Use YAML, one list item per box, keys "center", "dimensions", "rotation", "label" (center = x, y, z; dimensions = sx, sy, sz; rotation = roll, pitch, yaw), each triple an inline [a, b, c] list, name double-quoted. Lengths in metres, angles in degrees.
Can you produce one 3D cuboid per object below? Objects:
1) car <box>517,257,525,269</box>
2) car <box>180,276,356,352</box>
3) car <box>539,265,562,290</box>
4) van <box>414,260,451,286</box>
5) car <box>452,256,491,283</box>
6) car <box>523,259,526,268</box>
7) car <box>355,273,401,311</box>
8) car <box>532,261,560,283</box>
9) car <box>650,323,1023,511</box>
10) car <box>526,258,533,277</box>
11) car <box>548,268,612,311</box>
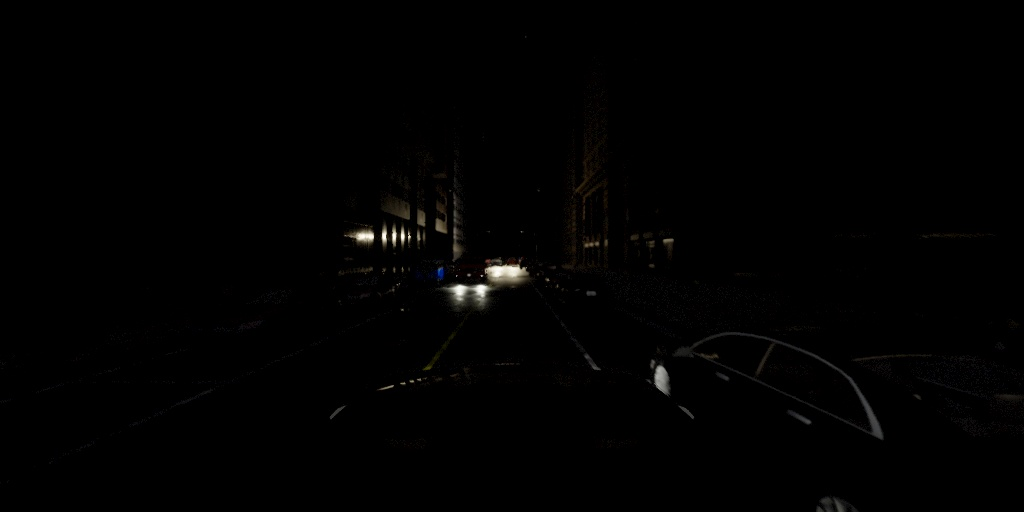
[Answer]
- center: [2.379, 1.243, 59.653]
  dimensions: [2.097, 1.767, 4.553]
  rotation: [0, 0, 0]
  label: "car"
- center: [-5.764, 1.348, 8.912]
  dimensions: [1.802, 1.307, 4.207]
  rotation: [0, 0, 0]
  label: "car"
- center: [2.759, 1.374, 20.133]
  dimensions: [1.802, 1.307, 4.207]
  rotation: [0, 0, 0]
  label: "car"
- center: [-5.766, 1.146, 25.718]
  dimensions: [1.690, 1.789, 3.998]
  rotation: [0, 0, 0]
  label: "van"
- center: [-3.103, 1.035, 28.634]
  dimensions: [2.150, 2.045, 5.566]
  rotation: [0, 0, 0]
  label: "car"
- center: [2.756, 1.386, 48.311]
  dimensions: [1.751, 1.417, 4.829]
  rotation: [0, 0, 0]
  label: "car"
- center: [-5.765, 1.361, 14.513]
  dimensions: [1.802, 1.307, 4.207]
  rotation: [0, 0, 0]
  label: "car"
- center: [2.759, 1.245, 25.734]
  dimensions: [1.967, 1.591, 4.097]
  rotation: [0, 0, 0]
  label: "car"
- center: [2.762, 1.304, 3.328]
  dimensions: [2.007, 1.370, 4.403]
  rotation: [0, 0, 0]
  label: "car"
- center: [2.757, 1.272, 36.937]
  dimensions: [1.967, 1.591, 4.097]
  rotation: [0, 0, 0]
  label: "car"
- center: [2.760, 1.345, 14.531]
  dimensions: [1.948, 1.339, 4.313]
  rotation: [0, 0, 0]
  label: "car"
